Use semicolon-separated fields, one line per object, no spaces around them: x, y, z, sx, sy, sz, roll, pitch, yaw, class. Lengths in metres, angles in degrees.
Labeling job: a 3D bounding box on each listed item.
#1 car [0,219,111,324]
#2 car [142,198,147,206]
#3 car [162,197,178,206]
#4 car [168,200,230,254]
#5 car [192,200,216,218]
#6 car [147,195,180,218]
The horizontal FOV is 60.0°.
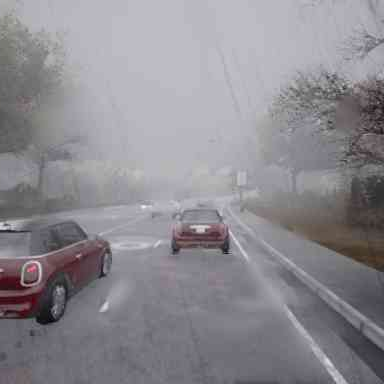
-3.295;1.361;7.344;2.097;1.767;4.553;0;0;1;car
-7.138;1.649;57.039;1.994;1.385;4.181;0;0;7;car
-3.642;1.653;56.792;1.994;1.385;4.181;0;0;7;car
0.363;1.375;13.823;2.097;1.767;4.553;0;0;2;car
1.232;1.542;31.826;2.128;1.511;4.902;0;0;4;car
-2.342;1.268;30.927;2.150;2.045;5.566;0;0;4;car
